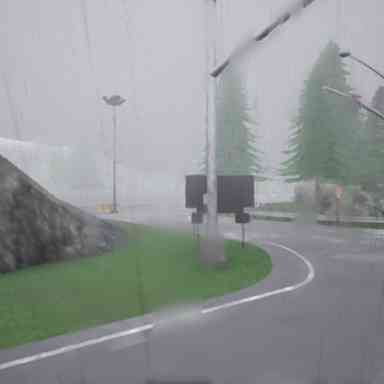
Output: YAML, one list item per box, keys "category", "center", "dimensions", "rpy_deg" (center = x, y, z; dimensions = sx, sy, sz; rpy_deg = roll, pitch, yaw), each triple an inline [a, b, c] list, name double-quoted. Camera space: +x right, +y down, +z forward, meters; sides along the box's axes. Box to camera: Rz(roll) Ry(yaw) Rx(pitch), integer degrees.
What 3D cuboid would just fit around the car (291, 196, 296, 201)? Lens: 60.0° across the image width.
- category: "car"
  center: [23.332, 1.106, 70.526]
  dimensions: [5.357, 1.411, 2.033]
  rpy_deg: [-1, 0, -36]
